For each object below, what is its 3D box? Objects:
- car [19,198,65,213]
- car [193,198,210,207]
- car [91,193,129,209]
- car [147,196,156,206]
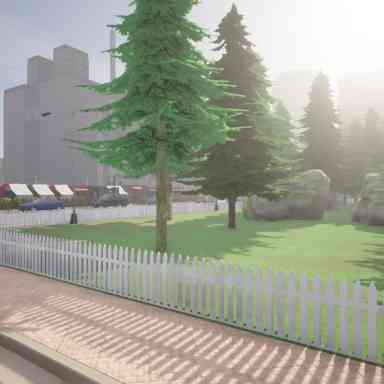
[{"bbox_3d":[-16.695,1.478,37.154,1.882,1.535,5.008,0,0,34],"label":"car"},{"bbox_3d":[2.205,1.601,52.279,1.895,1.301,4.718,0,0,34],"label":"car"},{"bbox_3d":[-11.047,1.221,45.513,2.150,2.045,5.566,0,0,34],"label":"car"},{"bbox_3d":[-5.257,1.352,54.017,2.097,1.767,4.553,0,0,34],"label":"car"}]
